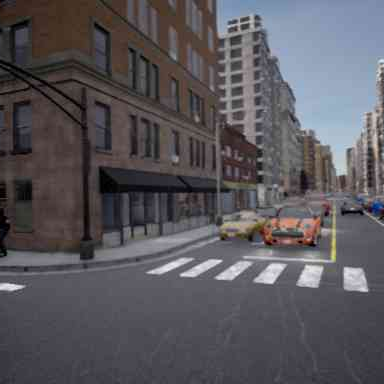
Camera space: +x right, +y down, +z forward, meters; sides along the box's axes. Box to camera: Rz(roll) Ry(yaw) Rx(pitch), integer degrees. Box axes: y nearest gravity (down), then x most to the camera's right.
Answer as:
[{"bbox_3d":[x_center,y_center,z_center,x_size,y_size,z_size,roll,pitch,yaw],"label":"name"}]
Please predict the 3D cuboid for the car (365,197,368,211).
[{"bbox_3d":[19.569,1.482,35.234,1.802,1.307,4.206,-2,-1,23],"label":"car"}]

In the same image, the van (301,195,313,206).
[{"bbox_3d":[20.652,1.468,59.404,1.690,1.788,3.998,-2,-1,23],"label":"van"}]

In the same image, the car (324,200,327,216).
[{"bbox_3d":[8.446,1.569,23.899,1.837,1.490,4.892,-2,-1,23],"label":"car"}]

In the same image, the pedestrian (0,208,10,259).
[{"bbox_3d":[-6.913,1.464,12.110,0.375,1.860,0.375,-2,-1,24],"label":"pedestrian"}]

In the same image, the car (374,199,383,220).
[{"bbox_3d":[15.110,1.448,24.836,1.887,1.381,4.507,-2,-1,23],"label":"car"}]

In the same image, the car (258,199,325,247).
[{"bbox_3d":[4.775,1.419,15.500,2.097,1.767,4.553,-2,-1,25],"label":"car"}]

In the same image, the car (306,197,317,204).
[{"bbox_3d":[25.113,1.705,69.796,1.802,1.307,4.206,-2,-1,23],"label":"car"}]

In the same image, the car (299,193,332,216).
[{"bbox_3d":[12.350,1.283,32.950,2.150,2.045,5.566,-2,-1,24],"label":"car"}]

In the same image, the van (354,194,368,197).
[{"bbox_3d":[26.250,1.233,50.833,1.690,1.788,3.998,-2,-1,23],"label":"van"}]

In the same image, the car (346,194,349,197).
[{"bbox_3d":[37.393,1.344,76.824,1.967,1.590,4.097,-2,-1,23],"label":"car"}]

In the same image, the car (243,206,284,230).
[{"bbox_3d":[5.059,1.707,23.020,1.947,1.339,4.313,-2,-1,23],"label":"car"}]

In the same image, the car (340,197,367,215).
[{"bbox_3d":[15.915,1.537,33.228,1.994,1.385,4.181,-2,-1,23],"label":"car"}]

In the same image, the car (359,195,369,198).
[{"bbox_3d":[21.864,1.423,40.590,1.752,1.417,4.829,-2,-1,23],"label":"car"}]

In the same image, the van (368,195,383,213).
[{"bbox_3d":[17.335,1.243,30.038,1.690,1.788,3.998,-2,-1,23],"label":"van"}]

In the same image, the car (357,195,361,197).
[{"bbox_3d":[24.027,1.477,45.633,1.802,1.307,4.206,-2,-1,23],"label":"car"}]

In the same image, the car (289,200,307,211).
[{"bbox_3d":[13.973,1.718,43.809,1.802,1.307,4.206,-2,-1,23],"label":"car"}]

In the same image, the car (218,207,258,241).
[{"bbox_3d":[2.763,1.667,17.666,1.752,1.417,4.829,-2,-1,23],"label":"car"}]

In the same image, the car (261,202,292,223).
[{"bbox_3d":[7.220,1.666,28.061,1.752,1.417,4.829,-2,-1,23],"label":"car"}]

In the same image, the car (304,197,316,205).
[{"bbox_3d":[22.885,1.668,64.599,1.887,1.381,4.507,-2,-1,23],"label":"car"}]

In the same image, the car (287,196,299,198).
[{"bbox_3d":[11.738,1.453,38.615,2.192,1.841,5.009,-2,-1,23],"label":"car"}]

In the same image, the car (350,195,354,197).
[{"bbox_3d":[28.478,1.204,56.033,2.192,1.841,5.009,-2,-1,23],"label":"car"}]
